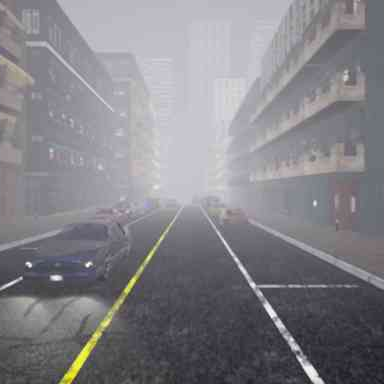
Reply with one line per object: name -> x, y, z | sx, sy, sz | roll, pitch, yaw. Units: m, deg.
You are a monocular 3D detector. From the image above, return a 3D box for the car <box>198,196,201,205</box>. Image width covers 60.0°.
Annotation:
car -> 2.650, 1.532, 55.315 | 2.192, 1.841, 5.009 | -1, 0, 0

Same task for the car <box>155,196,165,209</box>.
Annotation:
car -> -5.718, 1.512, 49.738 | 2.192, 1.841, 5.009 | -1, 0, 0

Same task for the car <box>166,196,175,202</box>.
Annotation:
car -> -5.744, 1.905, 88.951 | 2.008, 1.369, 4.403 | -1, 0, 0

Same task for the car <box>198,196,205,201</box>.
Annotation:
car -> 2.633, 1.900, 94.698 | 1.752, 1.417, 4.829 | -1, 0, 0

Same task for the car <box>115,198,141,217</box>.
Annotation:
car -> -5.682, 1.549, 27.329 | 1.967, 1.590, 4.097 | -1, 0, 0

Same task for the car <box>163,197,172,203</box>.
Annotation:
car -> -5.738, 1.891, 77.747 | 1.802, 1.307, 4.206 | -1, 0, 0

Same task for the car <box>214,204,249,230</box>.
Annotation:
car -> 2.670, 1.666, 21.702 | 1.802, 1.307, 4.206 | -1, 0, 0

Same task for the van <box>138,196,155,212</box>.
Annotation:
van -> -5.689, 1.494, 38.533 | 1.690, 1.788, 3.998 | -1, 0, 0

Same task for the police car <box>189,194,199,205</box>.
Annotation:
police car -> 0.765, 1.687, 66.265 | 1.930, 1.638, 5.238 | 0, 0, 0

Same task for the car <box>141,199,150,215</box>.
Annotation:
car -> -5.683, 1.681, 32.931 | 2.008, 1.369, 4.403 | -1, 0, 0

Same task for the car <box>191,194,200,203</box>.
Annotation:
car -> 0.860, 1.550, 82.180 | 2.150, 2.045, 5.566 | 0, 0, 0

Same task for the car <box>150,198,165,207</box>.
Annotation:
car -> -5.734, 1.770, 55.339 | 2.008, 1.369, 4.403 | -1, 0, 0

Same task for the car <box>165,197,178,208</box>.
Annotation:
car -> -3.089, 1.752, 51.820 | 2.033, 1.411, 5.357 | 0, 0, 1

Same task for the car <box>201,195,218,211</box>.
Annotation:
car -> 2.655, 1.487, 44.111 | 2.192, 1.841, 5.009 | -1, 0, 0

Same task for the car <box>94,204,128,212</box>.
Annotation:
car -> -5.677, 1.669, 21.727 | 1.802, 1.307, 4.206 | -1, 0, 0

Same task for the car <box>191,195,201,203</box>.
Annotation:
car -> 0.862, 1.652, 76.120 | 2.097, 1.767, 4.553 | 0, 0, 0

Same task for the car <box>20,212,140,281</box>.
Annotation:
car -> -3.101, 1.589, 10.237 | 2.033, 1.411, 5.357 | 0, 0, 0

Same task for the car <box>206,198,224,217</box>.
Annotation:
car -> 2.664, 1.654, 33.076 | 1.752, 1.417, 4.829 | -1, 0, 0

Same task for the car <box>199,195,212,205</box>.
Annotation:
car -> 2.644, 1.577, 66.519 | 2.192, 1.841, 5.009 | -1, 0, 0

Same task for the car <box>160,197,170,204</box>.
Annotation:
car -> -5.735, 1.868, 72.145 | 1.802, 1.307, 4.206 | -1, 0, 0
